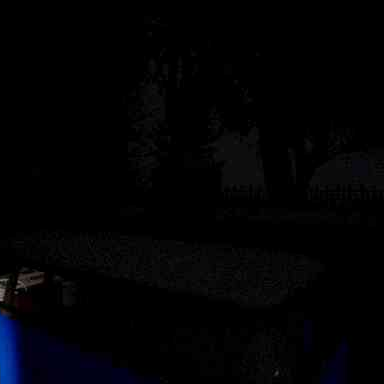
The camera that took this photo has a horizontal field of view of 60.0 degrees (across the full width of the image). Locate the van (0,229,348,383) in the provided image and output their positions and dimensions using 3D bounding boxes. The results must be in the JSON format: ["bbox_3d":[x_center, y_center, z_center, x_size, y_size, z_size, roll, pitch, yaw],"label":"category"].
[{"bbox_3d":[-0.649,1.341,3.174,3.998,1.788,1.690,0,0,35],"label":"van"}]
